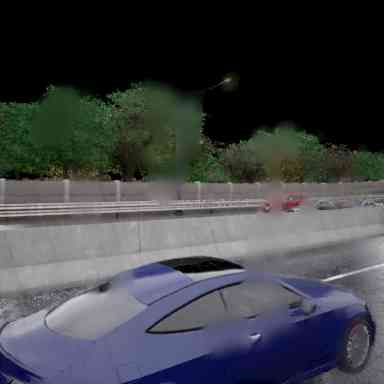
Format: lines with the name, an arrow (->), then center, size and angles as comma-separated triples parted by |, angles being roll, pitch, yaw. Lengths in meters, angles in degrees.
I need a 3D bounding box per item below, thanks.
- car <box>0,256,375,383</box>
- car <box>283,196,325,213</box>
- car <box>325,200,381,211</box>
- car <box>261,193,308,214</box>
car -> 0.267, 1.523, 3.928 | 4.674, 1.442, 1.812 | 0, 0, -35
car -> 10.447, 1.406, 28.533 | 4.902, 1.511, 2.128 | 0, 0, -35
car -> 12.980, 1.403, 26.039 | 4.902, 1.511, 2.128 | 0, 0, -35
car -> 9.115, 1.132, 31.878 | 5.566, 2.045, 2.150 | 0, 0, -35
